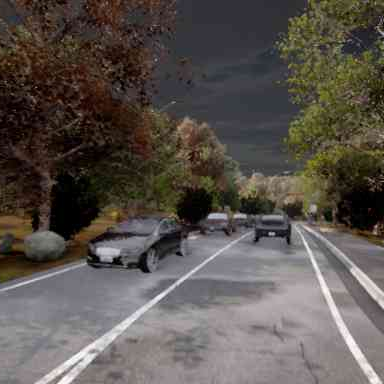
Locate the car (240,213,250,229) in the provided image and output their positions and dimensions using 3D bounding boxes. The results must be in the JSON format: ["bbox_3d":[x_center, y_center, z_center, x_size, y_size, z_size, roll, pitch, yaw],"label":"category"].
[{"bbox_3d":[4.763,2.803,32.588,1.812,1.442,4.674,1,-4,16],"label":"car"}]

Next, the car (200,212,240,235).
[{"bbox_3d":[1.877,2.097,22.678,1.812,1.442,4.674,1,-3,16],"label":"car"}]

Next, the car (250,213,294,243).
[{"bbox_3d":[4.609,1.948,18.762,1.837,1.490,4.892,1,-3,16],"label":"car"}]

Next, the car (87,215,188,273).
[{"bbox_3d":[-1.542,1.560,11.092,2.128,1.511,4.902,1,-1,17],"label":"car"}]

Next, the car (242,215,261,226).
[{"bbox_3d":[7.677,3.636,42.641,1.895,1.301,4.718,1,-4,17],"label":"car"}]

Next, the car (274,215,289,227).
[{"bbox_3d":[12.365,3.885,45.684,1.837,1.490,4.892,1,-3,16],"label":"car"}]
